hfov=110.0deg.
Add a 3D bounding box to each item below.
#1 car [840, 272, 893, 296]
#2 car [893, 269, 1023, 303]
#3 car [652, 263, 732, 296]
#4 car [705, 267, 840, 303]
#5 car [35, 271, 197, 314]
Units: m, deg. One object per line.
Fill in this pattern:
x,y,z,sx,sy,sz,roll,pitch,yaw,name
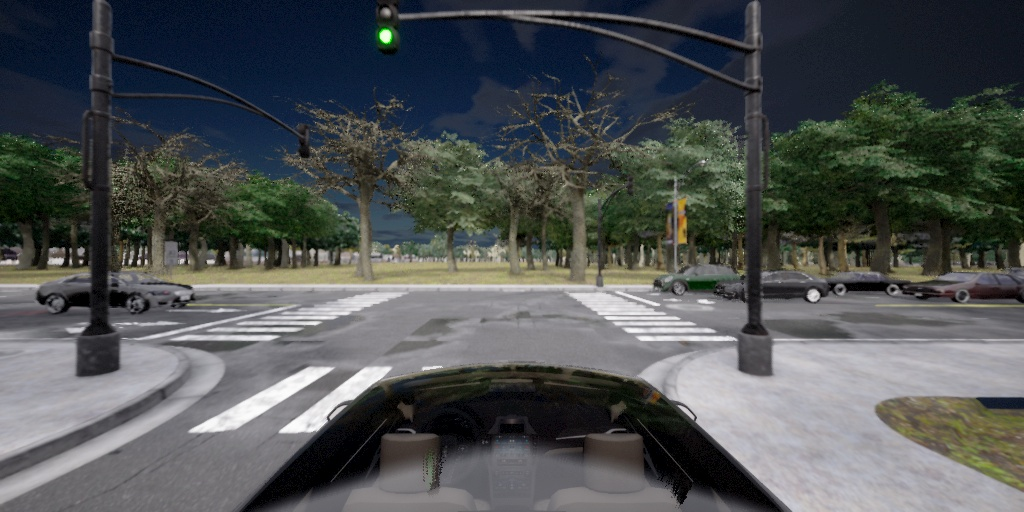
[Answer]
19.438,1.545,20.443,4.718,1.301,1.895,0,0,0,car
22.167,1.472,17.196,5.357,1.411,2.033,0,0,0,car
10.454,1.281,20.428,4.553,1.767,2.097,0,0,0,car
12.306,1.412,17.181,4.892,1.490,1.837,0,0,0,car
-14.910,1.331,13.687,4.902,1.511,2.128,0,0,0,car
